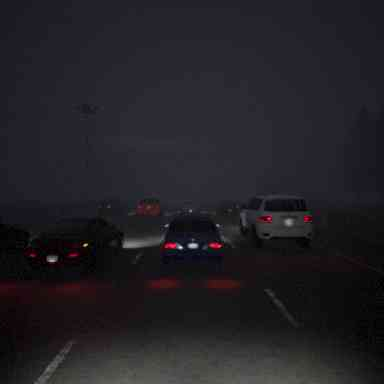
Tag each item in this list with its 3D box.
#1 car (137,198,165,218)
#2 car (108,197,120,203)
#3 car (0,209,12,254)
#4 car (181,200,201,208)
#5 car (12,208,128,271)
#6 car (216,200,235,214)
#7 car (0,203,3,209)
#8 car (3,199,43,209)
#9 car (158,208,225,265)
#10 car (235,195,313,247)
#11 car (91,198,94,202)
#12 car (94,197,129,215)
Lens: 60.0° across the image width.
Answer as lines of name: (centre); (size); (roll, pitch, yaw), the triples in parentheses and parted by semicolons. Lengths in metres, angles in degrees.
car: (-3.620, 1.310, 29.794); (2.097, 1.767, 4.553); (0, 0, 0)
car: (-18.062, 1.821, 77.273); (1.895, 1.301, 4.718); (0, -1, 0)
car: (-6.985, 1.477, 10.548); (1.812, 1.442, 4.674); (0, 0, 0)
car: (-0.131, 1.490, 31.882); (1.812, 1.442, 4.674); (0, 0, 0)
car: (-3.485, 1.473, 10.581); (1.812, 1.442, 4.674); (0, 0, 0)
car: (3.369, 1.485, 31.917); (1.812, 1.442, 4.674); (0, 0, 0)
car: (-21.343, 1.609, 34.664); (1.895, 1.301, 4.718); (0, 0, 0)
car: (-17.850, 1.517, 35.977); (1.837, 1.490, 4.892); (0, 0, 0)
car: (0.013, 1.487, 11.425); (2.033, 1.411, 5.357); (0, 0, 0)
car: (3.493, 1.150, 14.724); (2.150, 2.045, 5.566); (0, 0, 0)
car: (-21.549, 1.787, 75.504); (2.097, 1.767, 4.553); (0, -1, 0)
car: (-7.124, 1.319, 30.585); (2.097, 1.767, 4.553); (0, 0, 0)
